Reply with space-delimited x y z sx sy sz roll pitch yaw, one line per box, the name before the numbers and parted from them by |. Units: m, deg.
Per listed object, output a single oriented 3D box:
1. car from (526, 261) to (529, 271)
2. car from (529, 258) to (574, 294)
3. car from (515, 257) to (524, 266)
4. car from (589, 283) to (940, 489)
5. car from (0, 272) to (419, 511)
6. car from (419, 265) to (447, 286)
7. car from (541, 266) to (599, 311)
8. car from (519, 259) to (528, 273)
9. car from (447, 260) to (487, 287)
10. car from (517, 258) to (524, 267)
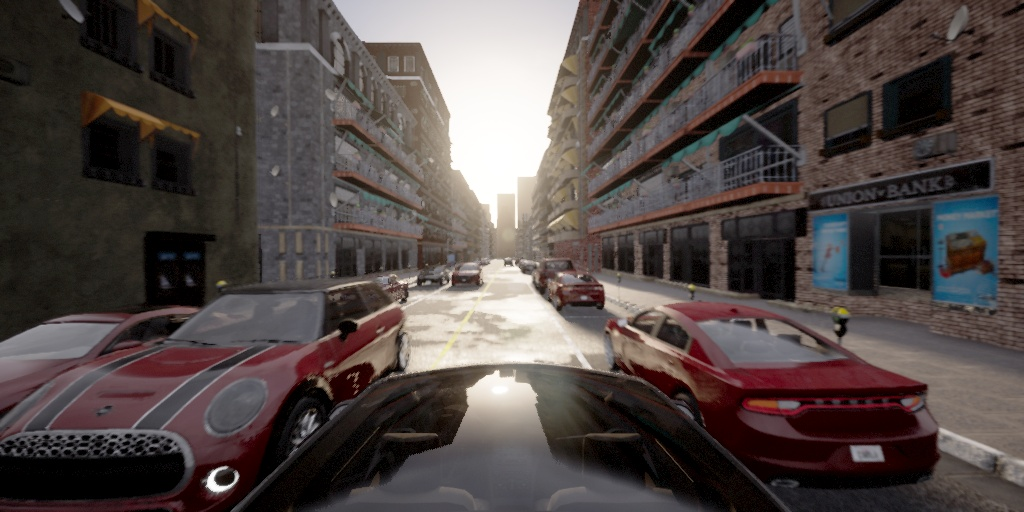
car | 2.305 1.281 25.671 2.007 1.370 4.403 0 0 -1
car | 2.365 1.044 20.007 2.192 1.841 5.009 0 0 -1
car | 1.944 1.296 59.655 2.007 1.370 4.403 0 0 -1
car | 2.527 1.274 4.793 1.888 1.381 4.507 0 0 -1
car | -2.858 1.125 4.544 2.097 1.767 4.553 0 0 -1
car | -5.546 1.360 25.940 1.948 1.339 4.313 0 0 -1
car | 2.425 1.274 14.343 1.888 1.381 4.507 0 0 -1
car | 2.125 1.302 42.663 1.948 1.339 4.313 0 0 -1
car | -3.055 1.251 25.231 1.882 1.535 5.008 0 0 0
car | 2.064 1.284 48.327 1.888 1.381 4.507 0 0 -1
